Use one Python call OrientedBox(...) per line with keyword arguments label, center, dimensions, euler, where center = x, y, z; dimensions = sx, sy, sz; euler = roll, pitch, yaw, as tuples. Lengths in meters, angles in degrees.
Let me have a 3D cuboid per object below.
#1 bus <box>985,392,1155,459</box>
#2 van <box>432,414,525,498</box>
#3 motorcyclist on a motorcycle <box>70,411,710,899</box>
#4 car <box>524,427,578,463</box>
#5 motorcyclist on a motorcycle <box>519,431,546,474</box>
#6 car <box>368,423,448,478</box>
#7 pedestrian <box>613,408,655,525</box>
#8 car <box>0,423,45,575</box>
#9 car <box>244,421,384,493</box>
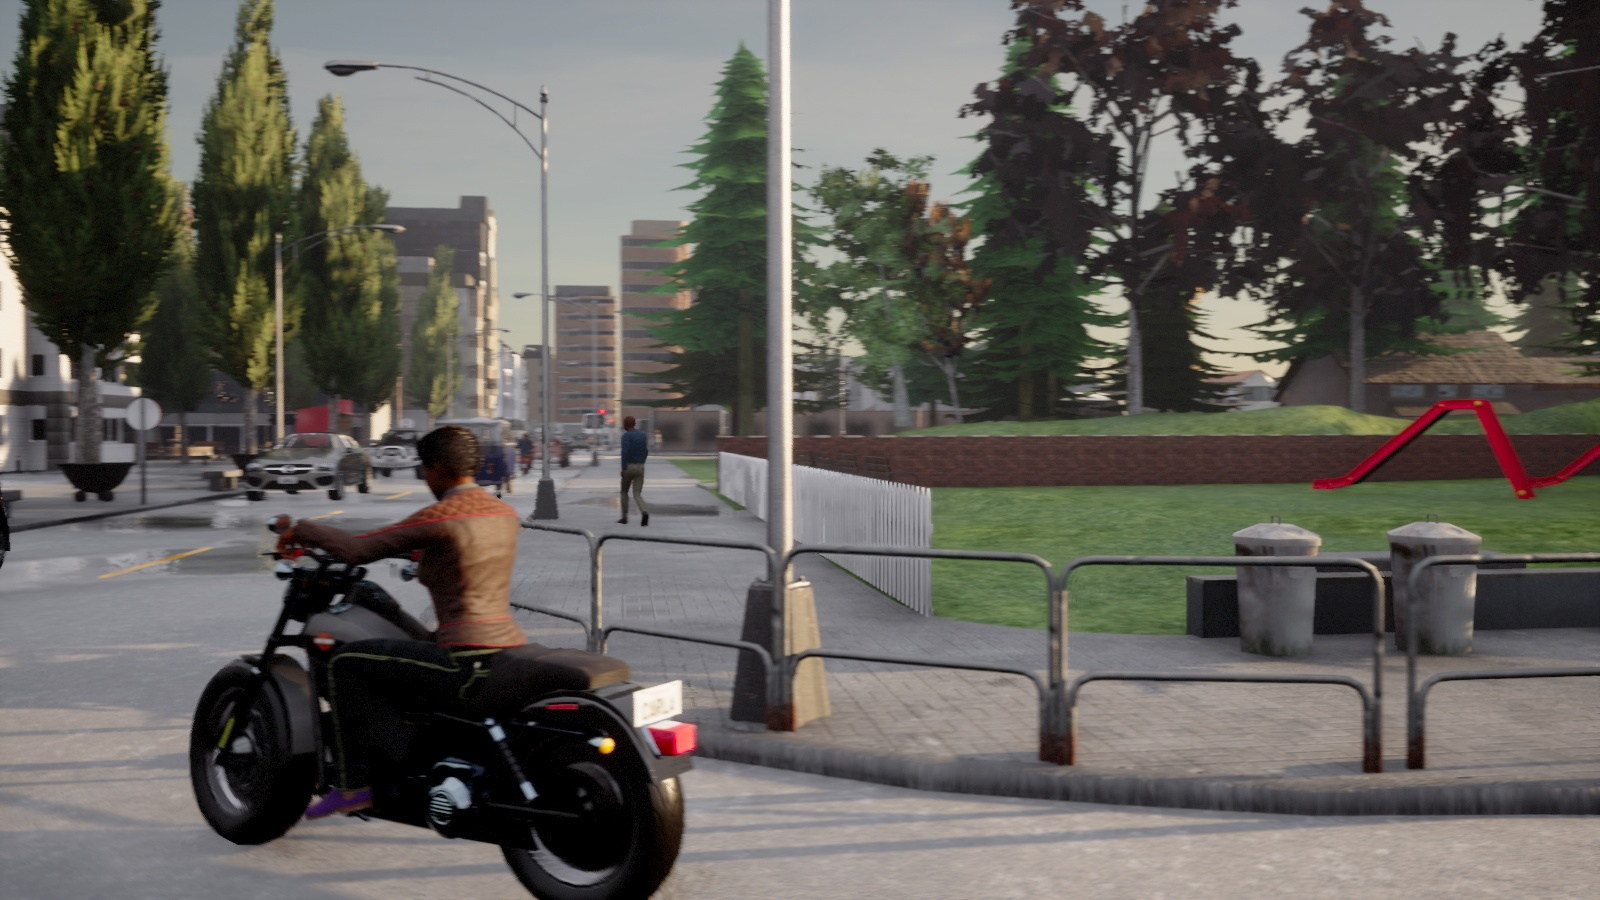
OrientedBox(label="bus", center=(17.920, -1.592, 83.712), dimensions=(10.273, 4.253, 3.944), euler=(0, 1, -10))
OrientedBox(label="van", center=(-8.071, 0.114, 31.833), dimensions=(1.775, 1.987, 4.442), euler=(0, 1, -8))
OrientedBox(label="motorcyclist on a motorcycle", center=(-1.535, 0.709, 4.535), dimensions=(2.350, 1.649, 0.766), euler=(0, -1, 28))
OrientedBox(label="car", center=(-11.799, -0.254, 59.830), dimensions=(2.152, 1.651, 5.027), euler=(0, 1, -7))
OrientedBox(label="motorcyclist on a motorcycle", center=(-10.175, 0.091, 47.748), dimensions=(0.866, 1.590, 1.817), euler=(0, 1, -7))
OrientedBox(label="car", center=(-13.744, -0.015, 44.238), dimensions=(1.932, 1.855, 4.605), euler=(0, 1, -8))
OrientedBox(label="pedestrian", center=(-2.660, 0.253, 20.103), dimensions=(0.370, 1.835, 0.726), euler=(0, 1, -37))
OrientedBox(label="car", center=(-9.484, 0.550, 12.100), dimensions=(2.033, 1.649, 4.856), euler=(0, 1, -8))
OrientedBox(label="car", center=(-12.073, 0.124, 31.585), dimensions=(2.152, 1.651, 5.027), euler=(0, 1, -8))
